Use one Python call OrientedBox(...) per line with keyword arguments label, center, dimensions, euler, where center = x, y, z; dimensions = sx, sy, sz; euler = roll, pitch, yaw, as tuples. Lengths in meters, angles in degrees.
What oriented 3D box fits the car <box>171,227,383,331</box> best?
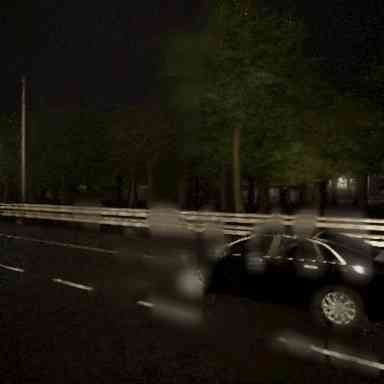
OrientedBox(label="car", center=(1.763, 1.507, 6.913), dimensions=(4.892, 1.490, 1.837), euler=(0, 0, 36))
